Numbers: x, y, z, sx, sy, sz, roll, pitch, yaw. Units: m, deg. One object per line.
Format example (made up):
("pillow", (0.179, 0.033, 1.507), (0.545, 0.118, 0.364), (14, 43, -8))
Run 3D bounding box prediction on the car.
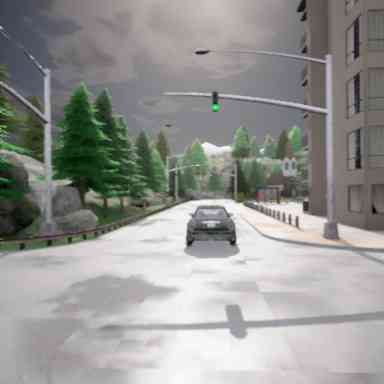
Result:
("car", (0.899, 1.377, 15.599), (2.097, 1.767, 4.553), (-1, 0, 3))
